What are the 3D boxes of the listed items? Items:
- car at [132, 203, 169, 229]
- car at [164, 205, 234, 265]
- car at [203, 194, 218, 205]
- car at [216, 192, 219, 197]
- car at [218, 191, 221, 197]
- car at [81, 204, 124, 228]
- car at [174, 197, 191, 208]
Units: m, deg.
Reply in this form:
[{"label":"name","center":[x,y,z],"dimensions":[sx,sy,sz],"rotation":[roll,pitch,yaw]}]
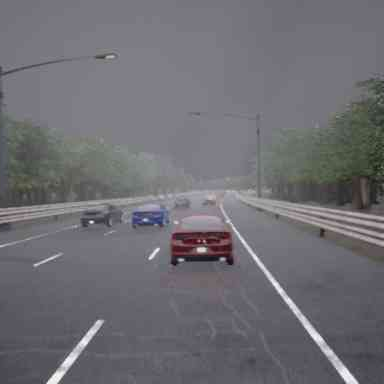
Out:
[{"label":"car","center":[-2.600,1.467,21.919],"dimensions":[1.882,1.535,5.008],"rotation":[-1,0,3]},{"label":"car","center":[0.356,1.432,11.620],"dimensions":[1.882,1.535,5.008],"rotation":[-1,0,2]},{"label":"car","center":[2.702,1.393,51.415],"dimensions":[1.895,1.301,4.718],"rotation":[-1,0,5]},{"label":"car","center":[3.712,1.204,63.230],"dimensions":[1.882,1.535,5.008],"rotation":[-1,0,5]},{"label":"car","center":[5.172,1.132,78.072],"dimensions":[1.837,1.490,4.892],"rotation":[-1,0,6]},{"label":"car","center":[-6.055,1.561,22.840],"dimensions":[1.837,1.490,4.892],"rotation":[-1,0,3]},{"label":"car","center":[-1.243,1.388,44.379],"dimensions":[2.128,1.511,4.902],"rotation":[-1,0,4]}]
